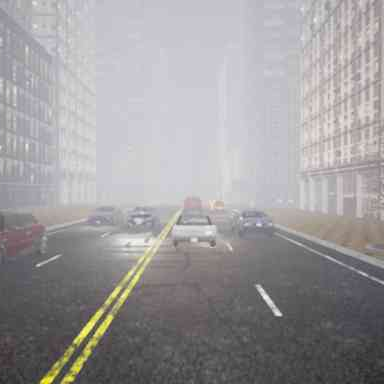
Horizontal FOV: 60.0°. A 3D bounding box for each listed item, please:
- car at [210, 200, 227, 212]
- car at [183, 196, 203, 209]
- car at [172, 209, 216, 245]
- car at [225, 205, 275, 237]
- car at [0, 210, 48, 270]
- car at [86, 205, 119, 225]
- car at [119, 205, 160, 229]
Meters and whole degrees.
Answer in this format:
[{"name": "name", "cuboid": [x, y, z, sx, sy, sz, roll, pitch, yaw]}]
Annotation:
[{"name": "car", "cuboid": [3.334, 1.800, 41.925, 1.882, 1.535, 5.008, 0, 0, 0]}, {"name": "car", "cuboid": [0.086, 1.529, 39.680, 2.150, 2.045, 5.566, 0, 0, 0]}, {"name": "car", "cuboid": [0.094, 1.730, 16.092, 1.895, 1.301, 4.718, 0, 0, 0]}, {"name": "car", "cuboid": [3.345, 1.701, 19.128, 2.033, 1.411, 5.357, 0, 0, 0]}, {"name": "car", "cuboid": [-6.504, 1.439, 10.708, 2.097, 1.767, 4.553, 0, 0, 0]}, {"name": "car", "cuboid": [-6.542, 1.752, 25.973, 2.033, 1.411, 5.357, 0, 0, 1]}, {"name": "car", "cuboid": [-3.314, 1.677, 23.289, 2.128, 1.511, 4.902, 0, -1, 0]}]
